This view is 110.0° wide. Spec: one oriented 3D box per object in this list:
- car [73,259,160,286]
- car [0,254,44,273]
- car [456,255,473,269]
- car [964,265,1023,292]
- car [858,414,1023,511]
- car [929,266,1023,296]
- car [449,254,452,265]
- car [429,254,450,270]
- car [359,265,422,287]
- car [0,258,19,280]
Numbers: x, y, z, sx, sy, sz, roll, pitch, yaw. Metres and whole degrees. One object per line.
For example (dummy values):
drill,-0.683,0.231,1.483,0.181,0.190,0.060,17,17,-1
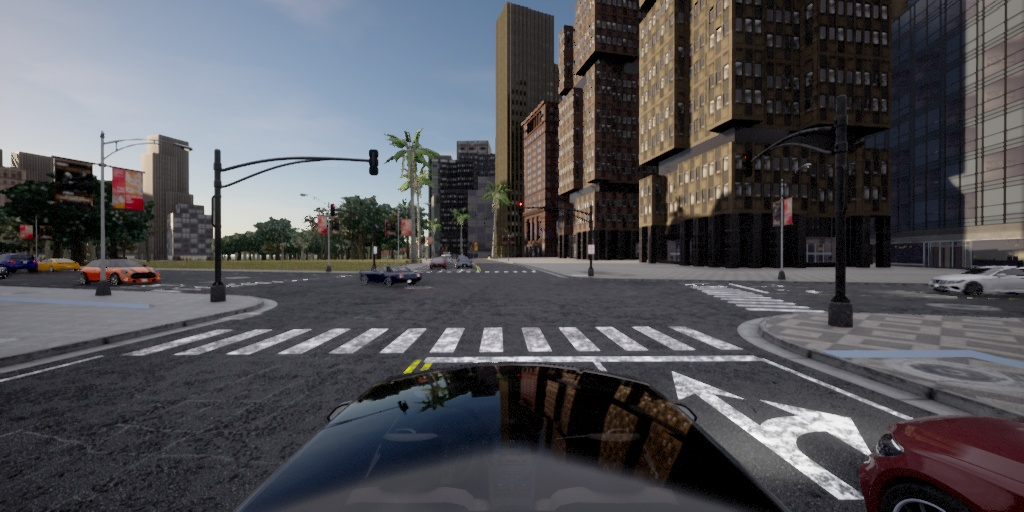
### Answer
car,-25.867,0.999,23.697,4.553,1.767,2.097,0,0,15
car,-52.695,0.774,37.565,5.566,2.045,2.150,0,0,15
car,-6.031,0.978,45.860,1.994,1.385,4.181,0,1,-7
car,29.201,1.232,19.634,5.357,1.411,2.033,0,0,15
car,3.266,1.276,0.435,1.812,1.442,4.674,0,0,0
car,23.890,1.221,17.666,4.674,1.442,1.812,0,0,15
car,-11.435,0.809,61.657,1.895,1.301,4.718,0,1,-9
car,-9.230,0.898,45.188,1.882,1.535,5.008,0,1,-6
car,-8.125,1.270,23.701,4.718,1.301,1.895,0,0,39
car,-41.665,1.100,27.854,4.902,1.511,2.128,0,0,15
